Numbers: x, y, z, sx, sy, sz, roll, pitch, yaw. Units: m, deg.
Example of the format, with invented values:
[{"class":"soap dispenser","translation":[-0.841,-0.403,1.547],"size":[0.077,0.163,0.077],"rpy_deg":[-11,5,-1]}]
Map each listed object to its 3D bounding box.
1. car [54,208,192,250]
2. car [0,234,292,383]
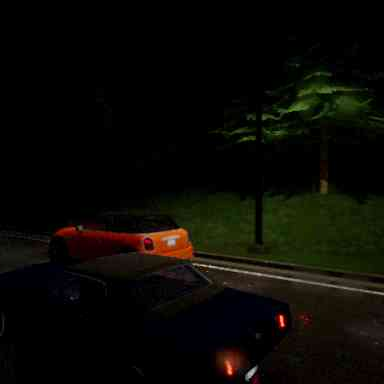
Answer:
[{"class":"car","translation":[-2.248,1.327,9.896],"size":[4.553,1.767,2.097],"rpy_deg":[0,0,36]},{"class":"car","translation":[-1.165,1.589,4.823],"size":[4.718,1.301,1.895],"rpy_deg":[0,0,36]}]
